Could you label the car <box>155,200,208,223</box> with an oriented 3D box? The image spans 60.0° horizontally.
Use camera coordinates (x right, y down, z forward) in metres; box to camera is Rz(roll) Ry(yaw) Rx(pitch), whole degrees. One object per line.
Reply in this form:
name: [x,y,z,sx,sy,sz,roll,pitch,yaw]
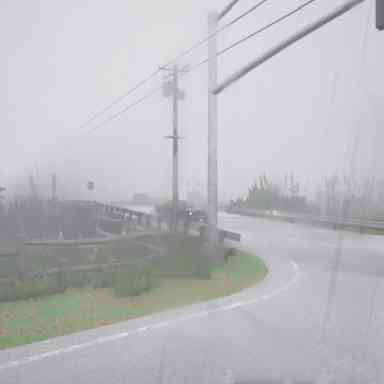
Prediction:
car: [-0.591,1.244,21.571,1.895,1.301,4.718,0,3,-32]
